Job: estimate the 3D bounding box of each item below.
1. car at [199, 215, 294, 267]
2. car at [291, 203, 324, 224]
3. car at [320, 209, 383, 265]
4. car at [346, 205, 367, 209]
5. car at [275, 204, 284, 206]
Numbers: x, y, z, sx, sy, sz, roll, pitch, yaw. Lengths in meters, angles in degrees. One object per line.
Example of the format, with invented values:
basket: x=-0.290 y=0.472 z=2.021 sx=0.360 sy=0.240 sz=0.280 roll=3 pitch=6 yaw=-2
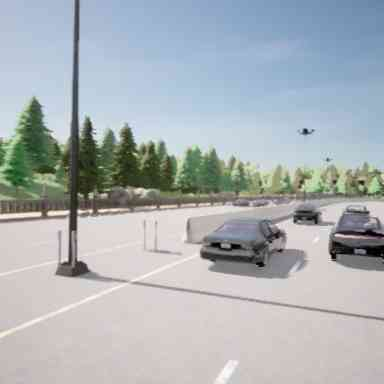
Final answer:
car: x=2.062 y=1.619 z=11.843 sx=2.033 sy=1.411 sz=5.357 roll=1 pitch=0 yaw=26
car: x=9.532 y=1.739 z=27.152 sx=1.837 sy=1.490 sz=4.892 roll=1 pitch=0 yaw=27
car: x=6.192 y=1.621 z=12.322 sx=2.128 sy=1.511 sz=4.902 roll=1 pitch=0 yaw=26
car: x=12.656 y=1.761 z=25.576 sx=2.128 sy=1.511 sz=4.902 roll=1 pitch=0 yaw=27
car: x=14.937 y=1.766 z=54.173 sx=2.097 sy=1.767 sz=4.553 roll=1 pitch=0 yaw=27
